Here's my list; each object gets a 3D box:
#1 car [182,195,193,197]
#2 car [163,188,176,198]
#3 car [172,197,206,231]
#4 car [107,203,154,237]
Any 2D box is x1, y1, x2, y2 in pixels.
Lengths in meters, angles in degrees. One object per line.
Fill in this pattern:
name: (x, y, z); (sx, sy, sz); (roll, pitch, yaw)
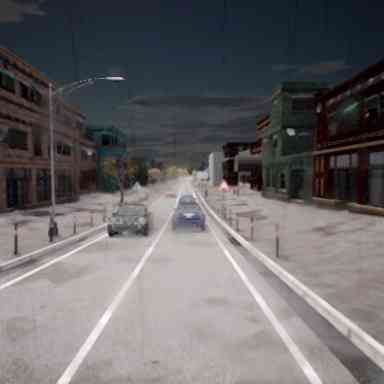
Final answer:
car: (-0.509, 1.098, 39.561); (2.097, 1.767, 4.553); (0, 2, -1)
car: (-3.991, 0.108, 60.206); (2.097, 1.767, 4.553); (0, 3, 0)
car: (-0.223, 1.457, 21.899); (2.097, 1.767, 4.553); (0, 0, -1)
car: (-3.370, 1.475, 18.989); (2.097, 1.767, 4.553); (0, 0, -1)
